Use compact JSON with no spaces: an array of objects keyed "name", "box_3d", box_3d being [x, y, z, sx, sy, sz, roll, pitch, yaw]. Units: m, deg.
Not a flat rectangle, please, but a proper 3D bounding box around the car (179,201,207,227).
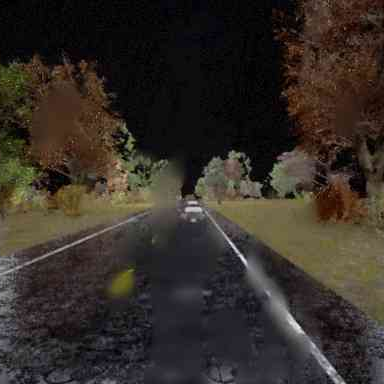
[{"name":"car","box_3d":[0.099,1.619,23.266,1.812,1.442,4.674,0,0,0]}]
